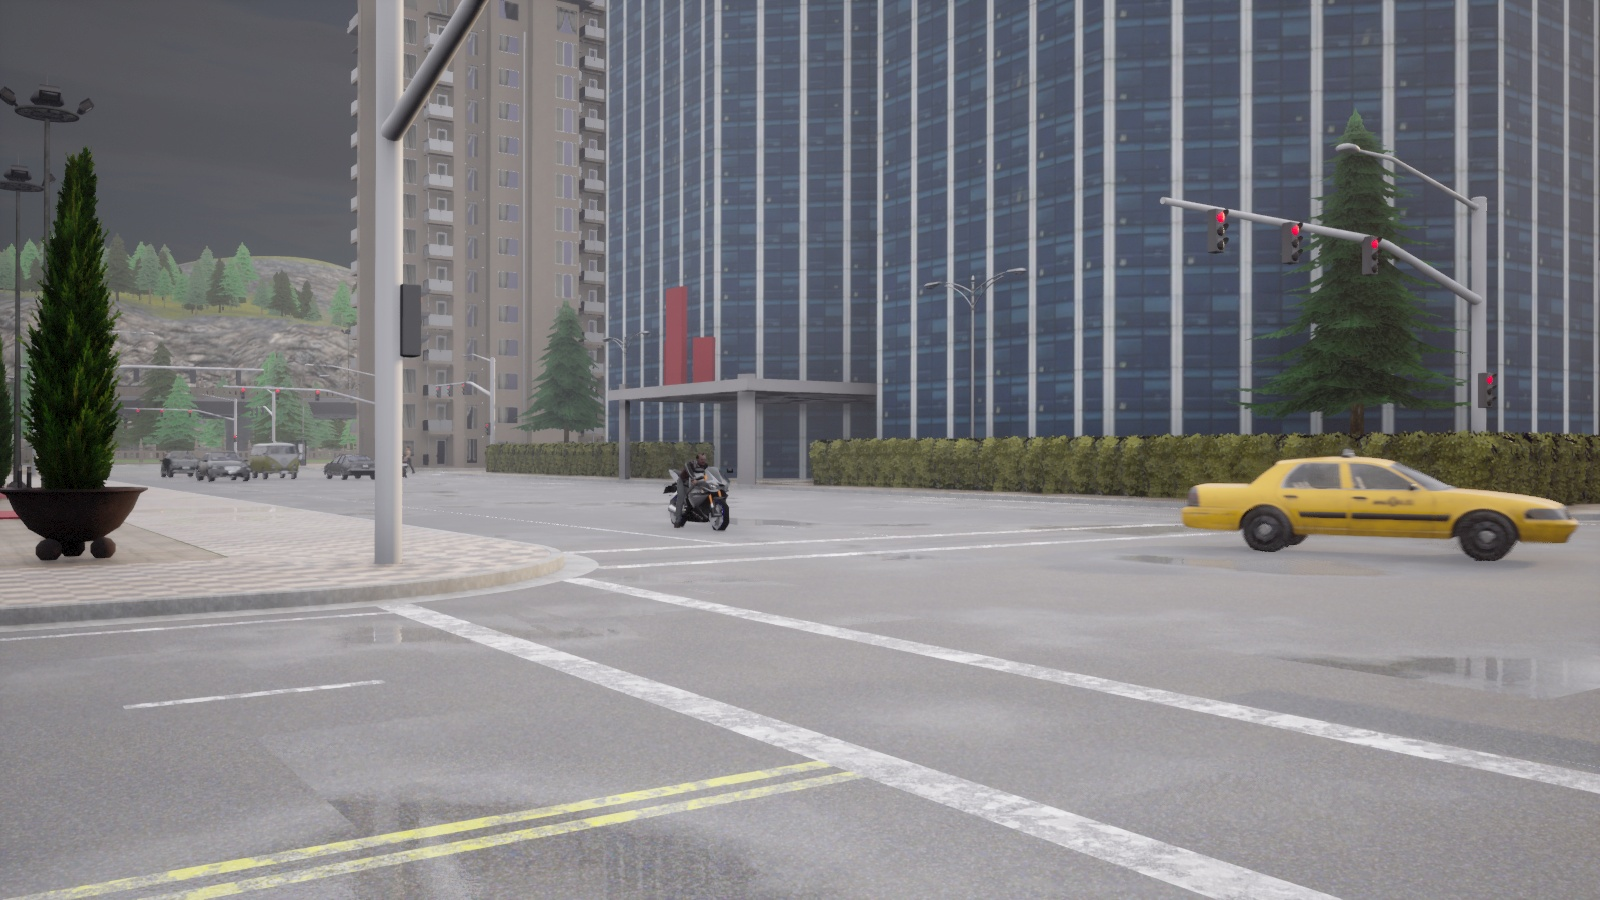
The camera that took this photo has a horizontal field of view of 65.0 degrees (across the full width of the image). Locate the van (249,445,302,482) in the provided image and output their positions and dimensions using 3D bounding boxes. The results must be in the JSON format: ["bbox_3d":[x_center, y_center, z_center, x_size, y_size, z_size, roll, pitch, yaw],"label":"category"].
[{"bbox_3d":[-28.737,0.727,68.747,1.775,1.987,4.442,0,0,-35],"label":"van"}]

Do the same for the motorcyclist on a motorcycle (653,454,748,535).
[{"bbox_3d":[-1.993,0.845,24.775,0.866,1.530,2.191,0,0,-35],"label":"motorcyclist on a motorcycle"}]

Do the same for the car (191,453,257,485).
[{"bbox_3d":[-28.867,0.916,62.861,2.128,1.511,4.902,0,0,-35],"label":"car"}]

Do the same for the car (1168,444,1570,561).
[{"bbox_3d":[8.519,0.712,19.038,5.366,1.575,1.801,0,0,32],"label":"car"}]

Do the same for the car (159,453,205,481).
[{"bbox_3d":[-35.782,0.977,72.661,1.789,1.549,3.705,0,0,-35],"label":"car"}]

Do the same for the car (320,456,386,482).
[{"bbox_3d":[-24.587,1.013,68.936,2.033,1.411,5.357,0,0,-35],"label":"car"}]
